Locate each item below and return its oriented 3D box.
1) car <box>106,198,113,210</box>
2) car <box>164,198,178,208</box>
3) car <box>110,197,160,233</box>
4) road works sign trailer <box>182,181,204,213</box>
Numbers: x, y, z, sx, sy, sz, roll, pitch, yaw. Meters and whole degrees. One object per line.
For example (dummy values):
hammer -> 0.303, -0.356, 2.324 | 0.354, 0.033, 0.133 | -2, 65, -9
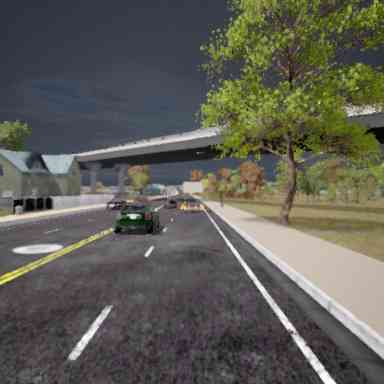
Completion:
car -> -9.831, 1.566, 43.299 | 2.128, 1.511, 4.902 | 0, 0, 0
car -> -3.192, 1.581, 50.837 | 2.128, 1.511, 4.902 | 0, 0, 0
car -> -3.150, 1.382, 19.917 | 2.097, 1.767, 4.553 | 0, 0, 0
road works sign trailer -> 0.131, 0.524, 37.859 | 2.380, 3.560, 2.880 | 0, 0, -3
